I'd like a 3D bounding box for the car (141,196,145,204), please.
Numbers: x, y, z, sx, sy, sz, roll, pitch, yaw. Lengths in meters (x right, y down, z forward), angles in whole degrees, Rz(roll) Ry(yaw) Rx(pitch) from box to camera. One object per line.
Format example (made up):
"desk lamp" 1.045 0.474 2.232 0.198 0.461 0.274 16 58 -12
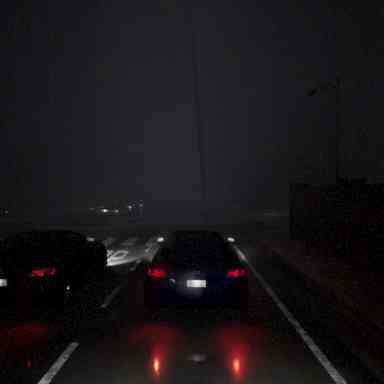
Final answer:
"car" -10.393 1.504 65.628 1.837 1.490 4.892 0 0 1

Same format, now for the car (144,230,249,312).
"car" 0.092 1.564 7.799 1.994 1.385 4.181 0 0 0

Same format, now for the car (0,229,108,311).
"car" -3.393 1.564 7.860 1.994 1.385 4.181 0 0 0

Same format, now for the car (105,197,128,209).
"car" -10.494 1.478 45.578 1.882 1.535 5.008 0 0 0

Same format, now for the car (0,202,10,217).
"car" -18.252 1.449 28.601 4.892 1.490 1.837 0 -1 4

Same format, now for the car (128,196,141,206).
"car" -10.468 1.547 55.509 2.033 1.411 5.357 0 0 0
